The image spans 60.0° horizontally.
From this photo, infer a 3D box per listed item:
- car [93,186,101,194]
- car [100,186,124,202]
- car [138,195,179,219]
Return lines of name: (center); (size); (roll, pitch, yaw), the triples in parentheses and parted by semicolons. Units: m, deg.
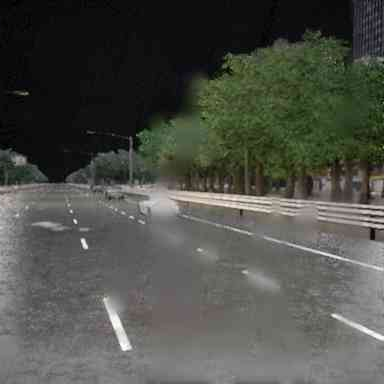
car: (-19.284, -0.466, 68.421); (1.837, 1.490, 4.892); (0, 2, -10)
car: (-9.384, 0.344, 40.047); (2.128, 1.511, 4.902); (0, 2, -22)
car: (-2.264, 0.911, 22.157); (1.812, 1.442, 4.674); (0, 2, -22)
